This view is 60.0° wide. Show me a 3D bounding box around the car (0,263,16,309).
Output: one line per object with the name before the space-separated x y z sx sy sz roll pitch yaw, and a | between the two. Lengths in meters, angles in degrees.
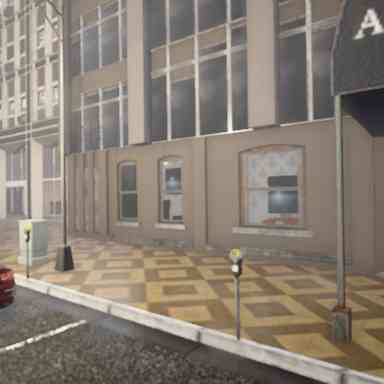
car | -5.049 1.578 6.489 4.206 1.307 1.802 0 -1 36
